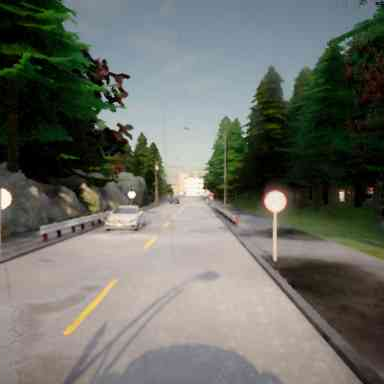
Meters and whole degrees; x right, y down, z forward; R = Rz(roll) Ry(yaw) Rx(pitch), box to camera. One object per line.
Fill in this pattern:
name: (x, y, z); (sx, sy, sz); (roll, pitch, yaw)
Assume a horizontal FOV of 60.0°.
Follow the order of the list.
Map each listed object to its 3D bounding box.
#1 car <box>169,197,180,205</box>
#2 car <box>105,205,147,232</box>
car: (-3.289, 1.614, 63.311); (2.033, 1.411, 5.357); (0, 0, 1)
car: (-3.915, 1.537, 20.341); (1.812, 1.442, 4.674); (0, 0, 1)
